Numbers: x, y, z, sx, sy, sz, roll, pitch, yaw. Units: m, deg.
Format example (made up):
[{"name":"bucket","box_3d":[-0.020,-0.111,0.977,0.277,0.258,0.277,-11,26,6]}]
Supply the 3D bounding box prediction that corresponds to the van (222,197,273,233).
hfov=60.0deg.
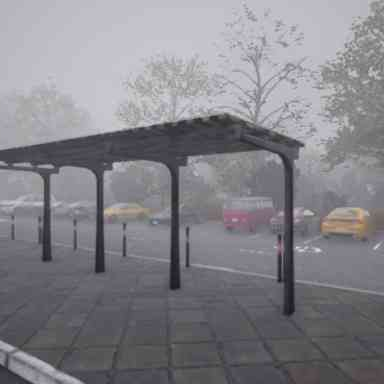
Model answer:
[{"name":"van","box_3d":[3.631,1.310,20.249,1.878,1.987,4.442,0,0,35]}]

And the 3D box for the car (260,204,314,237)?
[{"name":"car","box_3d":[5.825,1.570,18.546,2.002,1.452,4.674,0,0,35]}]

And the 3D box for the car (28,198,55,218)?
[{"name":"car","box_3d":[-12.279,1.581,31.399,2.097,1.535,5.008,0,0,35]}]

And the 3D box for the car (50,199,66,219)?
[{"name":"car","box_3d":[-10.015,1.575,29.794,2.231,1.521,4.892,0,0,35]}]

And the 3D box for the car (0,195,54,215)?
[{"name":"car","box_3d":[-16.828,1.342,34.584,2.435,2.045,5.566,0,0,35]}]

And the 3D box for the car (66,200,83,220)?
[{"name":"car","box_3d":[-7.738,1.598,28.207,2.163,1.488,4.792,0,0,35]}]

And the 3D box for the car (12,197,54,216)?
[{"name":"car","box_3d":[-14.544,1.587,33.005,2.097,1.535,5.008,0,0,35]}]

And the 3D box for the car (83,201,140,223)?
[{"name":"car","box_3d":[-5.599,1.559,26.426,1.946,1.575,5.366,0,0,35]}]

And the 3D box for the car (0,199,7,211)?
[{"name":"car","box_3d":[-25.882,1.636,41.006,2.163,1.488,4.792,0,0,35]}]

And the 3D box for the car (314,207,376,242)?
[{"name":"car","box_3d":[8.089,1.524,16.937,2.097,1.535,5.008,0,0,35]}]

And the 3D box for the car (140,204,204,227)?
[{"name":"car","box_3d":[-0.980,1.578,23.341,2.163,1.488,4.792,0,0,35]}]
